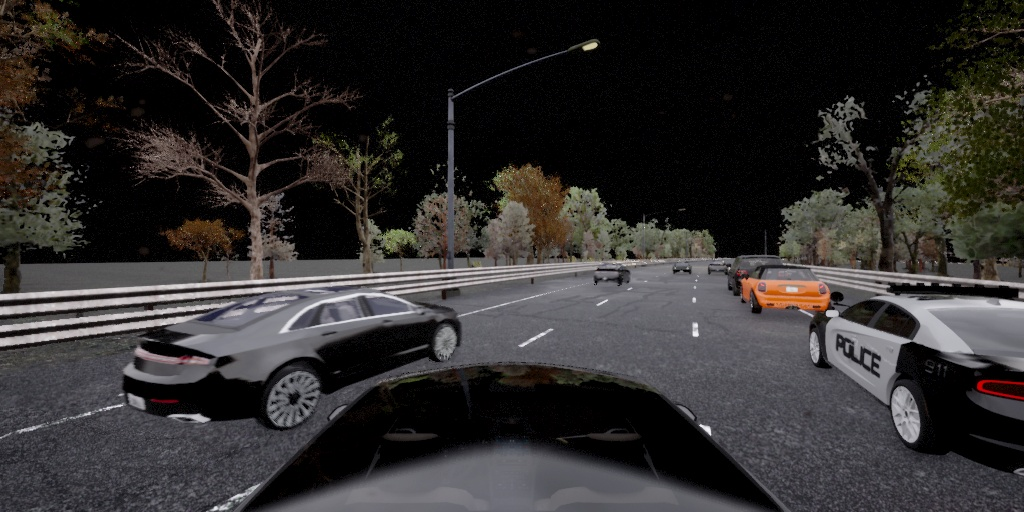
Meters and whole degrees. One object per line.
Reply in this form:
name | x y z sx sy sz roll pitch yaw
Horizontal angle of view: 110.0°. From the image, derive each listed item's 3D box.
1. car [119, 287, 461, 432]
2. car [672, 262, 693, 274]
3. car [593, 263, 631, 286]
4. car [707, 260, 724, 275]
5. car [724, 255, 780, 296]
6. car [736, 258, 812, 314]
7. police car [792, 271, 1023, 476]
car | -2.697 1.240 5.762 2.128 1.511 4.902 0 0 26
car | 19.425 1.367 40.779 1.895 1.301 4.718 0 0 29
car | 7.104 1.246 25.204 2.128 1.511 4.902 0 0 28
car | 22.535 1.259 39.295 2.128 1.511 4.902 0 0 30
car | 12.686 0.977 18.753 2.150 2.045 5.566 0 0 27
car | 9.961 1.101 13.425 2.097 1.767 4.553 0 0 27
police car | 5.618 1.174 4.712 1.930 1.638 5.238 0 0 26
